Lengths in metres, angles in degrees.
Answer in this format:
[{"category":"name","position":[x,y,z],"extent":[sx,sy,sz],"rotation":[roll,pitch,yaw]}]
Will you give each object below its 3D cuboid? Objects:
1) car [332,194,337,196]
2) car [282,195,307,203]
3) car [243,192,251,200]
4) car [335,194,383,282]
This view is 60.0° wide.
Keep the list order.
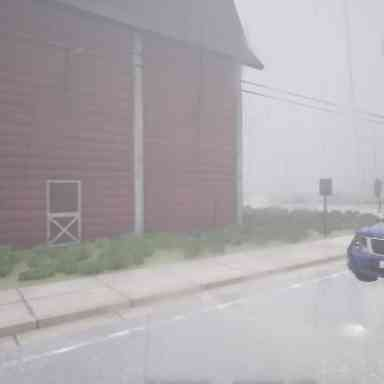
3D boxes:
[{"category":"car","position":[24.525,1.013,56.733],"extent":[3.905,1.438,1.784],"rotation":[-1,0,-36]},{"category":"car","position":[14.845,1.122,48.176],"extent":[4.193,1.474,1.816],"rotation":[-1,0,-36]},{"category":"car","position":[11.109,0.808,74.771],"extent":[4.605,1.855,1.932],"rotation":[-1,0,-36]},{"category":"car","position":[6.240,1.129,8.360],"extent":[5.566,2.045,2.150],"rotation":[0,0,-35]}]
